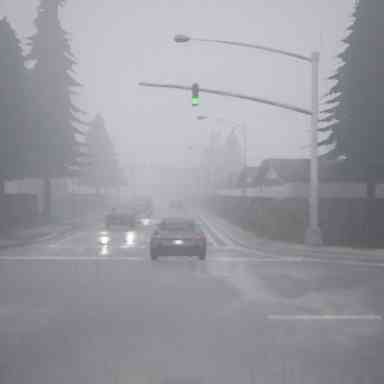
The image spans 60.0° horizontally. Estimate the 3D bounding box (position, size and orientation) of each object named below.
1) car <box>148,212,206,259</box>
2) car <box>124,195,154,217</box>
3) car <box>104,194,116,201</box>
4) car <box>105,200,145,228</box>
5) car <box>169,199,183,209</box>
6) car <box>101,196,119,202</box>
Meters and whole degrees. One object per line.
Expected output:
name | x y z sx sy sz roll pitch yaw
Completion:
car | -0.534 1.639 12.956 1.994 1.385 4.181 1 0 -2
car | -5.111 1.370 33.697 2.150 2.045 5.566 1 0 -2
car | -20.178 1.320 77.029 3.866 1.878 1.905 1 0 -3
car | -4.660 1.570 23.048 1.882 1.535 5.008 1 0 -2
car | -2.321 1.736 48.885 2.128 1.511 4.902 1 0 -6
car | -19.734 1.627 80.378 3.806 1.475 1.970 1 0 -3
